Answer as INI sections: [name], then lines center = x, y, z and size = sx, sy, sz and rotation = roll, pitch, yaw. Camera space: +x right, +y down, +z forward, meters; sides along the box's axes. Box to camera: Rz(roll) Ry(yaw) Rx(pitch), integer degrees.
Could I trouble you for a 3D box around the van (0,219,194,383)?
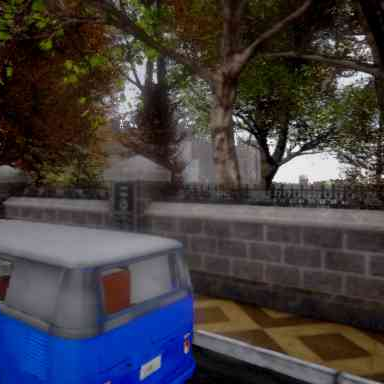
[van]
center = -1.884, 1.303, 4.024
size = 3.998, 1.788, 1.690
rotation = 1, 1, 35
